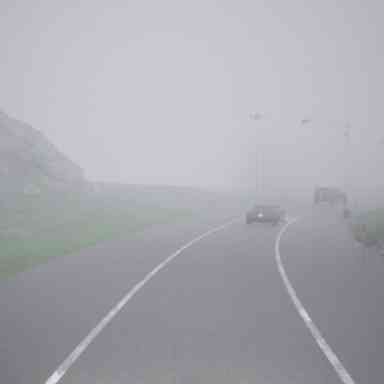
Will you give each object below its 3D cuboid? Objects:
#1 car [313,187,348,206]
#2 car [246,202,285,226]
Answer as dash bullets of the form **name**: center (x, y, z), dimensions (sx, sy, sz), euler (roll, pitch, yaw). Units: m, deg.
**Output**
- **car**: center (15.793, 0.445, 37.851), dimensions (2.150, 2.045, 5.566), euler (3, 4, 45)
- **car**: center (4.921, 1.340, 21.945), dimensions (1.994, 1.385, 4.181), euler (1, 2, 23)
